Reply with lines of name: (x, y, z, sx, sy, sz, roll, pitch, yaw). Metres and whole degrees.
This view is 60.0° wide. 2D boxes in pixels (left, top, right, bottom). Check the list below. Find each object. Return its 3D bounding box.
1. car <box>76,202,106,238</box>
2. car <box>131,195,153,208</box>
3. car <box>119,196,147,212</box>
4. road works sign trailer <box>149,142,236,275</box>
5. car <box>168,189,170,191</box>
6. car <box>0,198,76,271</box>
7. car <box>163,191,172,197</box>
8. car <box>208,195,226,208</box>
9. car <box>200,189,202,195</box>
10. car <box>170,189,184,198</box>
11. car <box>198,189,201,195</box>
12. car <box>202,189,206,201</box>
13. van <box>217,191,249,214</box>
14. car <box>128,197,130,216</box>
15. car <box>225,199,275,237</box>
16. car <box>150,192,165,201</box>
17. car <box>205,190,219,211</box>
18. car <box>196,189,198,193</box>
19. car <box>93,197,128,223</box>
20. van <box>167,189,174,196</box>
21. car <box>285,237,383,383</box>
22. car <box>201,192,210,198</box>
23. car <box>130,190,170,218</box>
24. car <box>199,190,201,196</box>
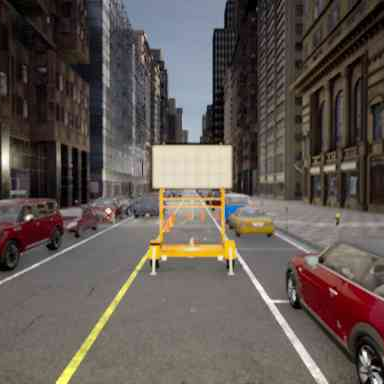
car: (-5.749, 1.352, 16.112, 1.802, 1.307, 4.206, 0, 1, 0)
car: (-5.725, 1.025, 38.518, 1.947, 1.339, 4.313, 0, 1, 0)
car: (-5.731, 1.102, 32.916, 1.947, 1.339, 4.313, 0, 1, 0)
road works sign trailer: (0.009, 0.321, 9.945, 2.380, 3.560, 2.880, 0, 1, 0)
car: (-5.690, 0.446, 72.126, 1.967, 1.590, 4.097, 0, 1, 0)
car: (-5.755, 1.164, 10.507, 2.192, 1.841, 5.009, 0, 1, 0)
car: (-5.683, 0.475, 77.729, 1.887, 1.381, 4.507, 0, 1, 0)
car: (2.800, 1.041, 38.522, 1.802, 1.307, 4.206, 0, 1, 0)
car: (2.818, 0.672, 55.323, 1.967, 1.590, 4.097, 0, 1, 0)
car: (-2.946, 0.573, 67.301, 1.837, 1.490, 4.892, 0, 1, 1)
car: (2.830, 0.521, 66.526, 1.967, 1.590, 4.097, 0, 1, 0)
car: (2.805, 0.698, 44.119, 2.192, 1.841, 5.009, 0, 1, 0)
van: (2.781, 1.032, 21.715, 1.690, 1.788, 3.998, 0, 1, 0)
car: (-5.737, 1.165, 27.315, 2.008, 1.369, 4.403, 0, 1, 0)
car: (2.776, 1.293, 16.287, 1.752, 1.417, 4.829, 0, 1, 0)
car: (-5.707, 0.777, 55.323, 1.887, 1.381, 4.507, 0, 1, 0)
car: (2.793, 0.851, 32.917, 2.192, 1.841, 5.009, 0, 1, 0)
car: (2.854, 0.324, 88.932, 1.887, 1.381, 4.507, 0, 1, 0)
car: (-5.743, 1.132, 21.711, 1.967, 1.590, 4.097, 0, 1, 0)
van: (-5.672, 0.121, 88.930, 1.690, 1.788, 3.998, 0, 1, 0)
car: (2.764, 1.368, 4.912, 1.967, 1.590, 4.097, 0, 1, 0)
car: (2.836, 0.587, 72.129, 1.802, 1.307, 4.206, 0, 1, 0)
car: (-3.073, 0.994, 25.259, 2.097, 1.767, 4.553, 0, 1, 0)
car: (2.824, 0.722, 60.926, 1.947, 1.339, 4.313, 0, 1, 0)
